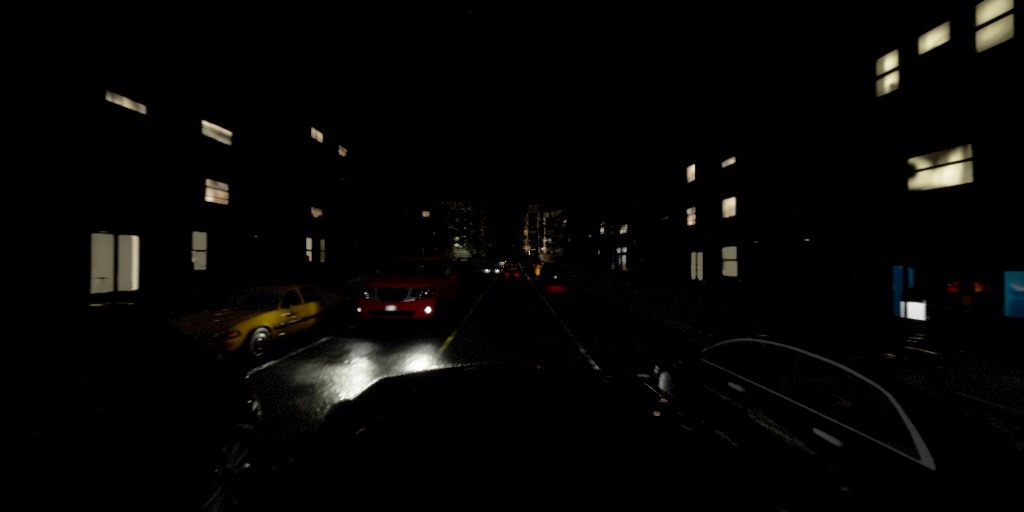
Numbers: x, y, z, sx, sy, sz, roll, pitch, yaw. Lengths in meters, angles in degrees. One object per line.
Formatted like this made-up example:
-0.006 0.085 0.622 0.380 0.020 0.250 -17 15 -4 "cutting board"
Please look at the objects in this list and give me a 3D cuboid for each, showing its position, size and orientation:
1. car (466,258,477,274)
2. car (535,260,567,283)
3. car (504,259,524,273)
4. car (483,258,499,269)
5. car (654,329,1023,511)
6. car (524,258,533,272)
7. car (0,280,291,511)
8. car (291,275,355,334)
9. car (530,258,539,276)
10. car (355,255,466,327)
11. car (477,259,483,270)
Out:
-5.674 1.112 41.769 2.192 1.841 5.009 0 0 0 "car"
3.156 1.289 28.464 1.837 1.490 4.892 0 0 0 "car"
0.019 1.294 45.076 2.128 1.511 4.902 0 0 0 "car"
-3.029 1.299 56.656 1.882 1.535 5.008 0 0 1 "car"
2.691 1.304 3.032 2.007 1.370 4.403 0 0 0 "car"
2.709 1.126 47.296 2.192 1.841 5.009 0 0 0 "car"
-3.100 1.099 1.007 2.097 1.767 4.553 0 0 0 "car"
-5.687 1.280 8.400 1.751 1.417 4.829 0 0 0 "car"
3.153 1.272 35.465 1.882 1.535 5.008 0 0 0 "car"
-3.083 0.982 11.961 2.150 2.045 5.566 0 0 0 "car"
-5.670 1.396 52.834 1.802 1.307 4.207 0 0 0 "car"
